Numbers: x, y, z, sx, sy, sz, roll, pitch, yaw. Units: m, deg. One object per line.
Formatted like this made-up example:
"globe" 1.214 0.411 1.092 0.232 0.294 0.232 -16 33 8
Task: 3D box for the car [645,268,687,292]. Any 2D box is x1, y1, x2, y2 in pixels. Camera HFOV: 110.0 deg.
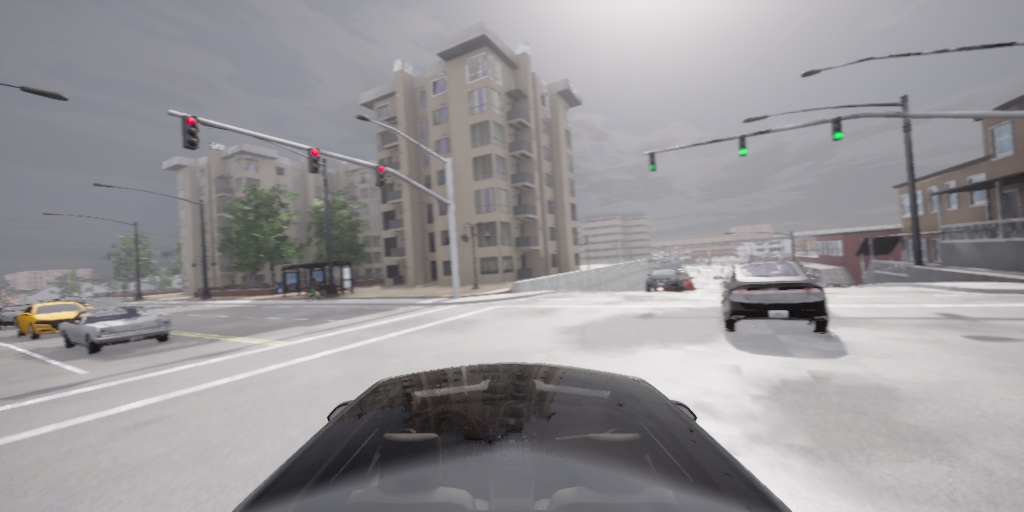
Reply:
"car" 9.568 1.467 22.386 1.812 1.442 4.674 -4 -5 29

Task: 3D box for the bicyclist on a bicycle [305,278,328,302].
"bicyclist on a bicycle" -13.719 2.361 25.169 0.582 1.620 1.656 -4 -1 30

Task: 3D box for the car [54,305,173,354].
"car" -14.006 2.484 12.663 4.718 1.301 1.895 -4 -1 30

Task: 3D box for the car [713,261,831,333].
"car" 6.345 0.873 9.111 2.128 1.511 4.902 -5 -1 29

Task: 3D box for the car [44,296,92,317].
"car" -38.275 4.312 30.855 4.892 1.490 1.837 -4 -1 30

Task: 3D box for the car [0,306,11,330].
"car" -30.575 3.716 22.239 4.181 1.385 1.994 -4 -1 30

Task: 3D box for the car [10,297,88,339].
"car" -21.959 2.970 17.255 5.008 1.535 1.882 -4 -1 30

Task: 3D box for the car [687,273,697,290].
"car" 14.382 2.441 30.870 2.150 2.045 5.566 -4 -13 30
